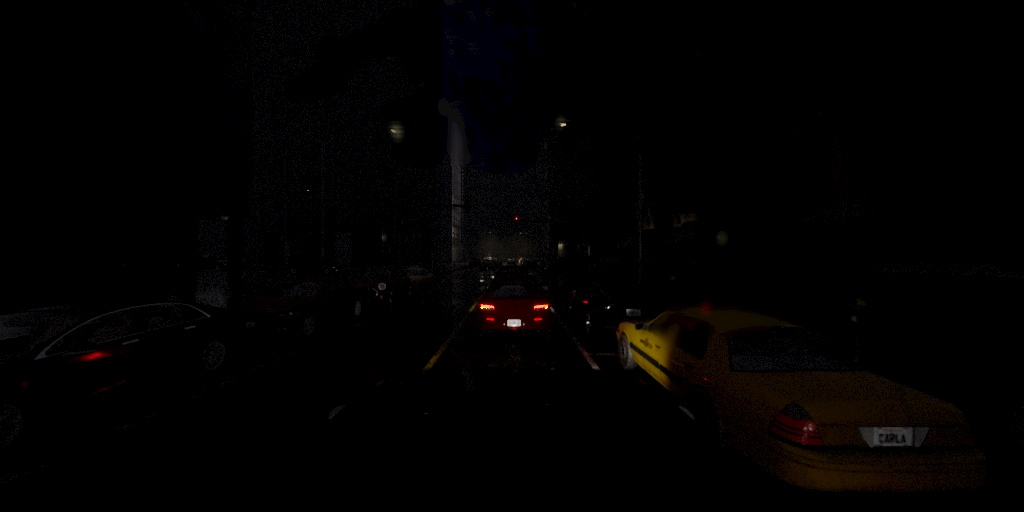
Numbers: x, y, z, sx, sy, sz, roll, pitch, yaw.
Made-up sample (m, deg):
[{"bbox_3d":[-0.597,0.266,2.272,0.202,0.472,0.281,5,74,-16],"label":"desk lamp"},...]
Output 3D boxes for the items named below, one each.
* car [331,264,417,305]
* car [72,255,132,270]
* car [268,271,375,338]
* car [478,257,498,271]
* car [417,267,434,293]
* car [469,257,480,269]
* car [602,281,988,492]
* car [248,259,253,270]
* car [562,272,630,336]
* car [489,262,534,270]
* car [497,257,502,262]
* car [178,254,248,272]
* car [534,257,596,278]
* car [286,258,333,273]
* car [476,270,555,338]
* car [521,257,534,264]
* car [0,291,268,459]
[{"bbox_3d":[-5.778,1.188,15.640,1.967,1.591,4.097,0,0,0],"label":"car"},{"bbox_3d":[-37.280,0.617,32.486,4.181,1.385,1.994,1,0,-1],"label":"car"},{"bbox_3d":[-5.772,1.294,10.183,1.888,1.381,4.507,0,0,0],"label":"car"},{"bbox_3d":[-3.153,1.278,47.915,1.812,1.442,4.674,0,0,0],"label":"car"},{"bbox_3d":[-5.785,1.274,20.926,1.751,1.417,4.829,0,0,0],"label":"car"},{"bbox_3d":[-5.830,1.070,58.504,2.192,1.841,5.009,0,0,0],"label":"car"},{"bbox_3d":[2.760,1.275,4.908,1.751,1.417,4.829,0,0,0],"label":"car"},{"bbox_3d":[-28.661,0.566,35.708,4.553,1.767,2.097,1,0,0],"label":"car"},{"bbox_3d":[2.754,1.315,10.195,1.948,1.339,4.313,0,0,0],"label":"car"},{"bbox_3d":[-0.002,1.253,18.895,1.837,1.490,4.892,0,0,0],"label":"car"},{"bbox_3d":[-3.152,1.319,57.882,1.994,1.385,4.181,0,0,0],"label":"car"},{"bbox_3d":[-27.357,0.747,32.511,4.892,1.490,1.837,1,0,0],"label":"car"},{"bbox_3d":[5.377,1.104,34.808,5.566,2.045,2.150,1,0,-13],"label":"car"},{"bbox_3d":[-17.858,0.931,32.540,4.892,1.490,1.837,1,0,0],"label":"car"},{"bbox_3d":[0.060,1.275,10.028,1.812,1.442,4.674,0,0,0],"label":"car"},{"bbox_3d":[2.702,1.193,53.077,1.967,1.591,4.097,0,0,0],"label":"car"},{"bbox_3d":[-5.765,1.300,4.726,2.007,1.370,4.403,0,0,0],"label":"car"}]
